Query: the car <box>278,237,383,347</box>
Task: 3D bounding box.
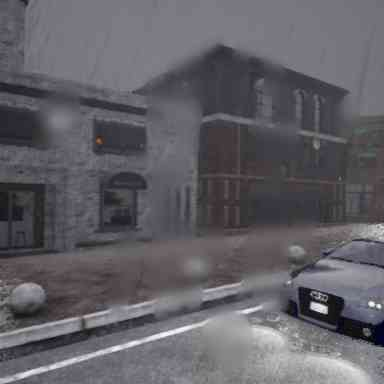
[{"bbox_3d":[3.555,1.592,6.217,4.181,1.385,1.994,0,0,-35],"label":"car"}]
